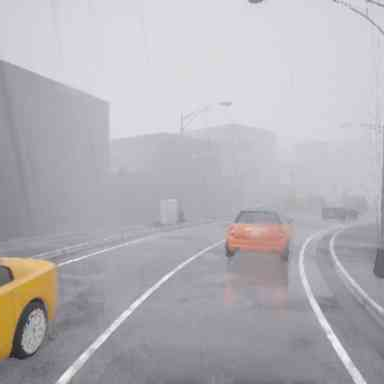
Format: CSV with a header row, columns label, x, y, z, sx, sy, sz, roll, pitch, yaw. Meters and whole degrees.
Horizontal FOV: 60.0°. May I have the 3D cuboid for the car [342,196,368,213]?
label,x,y,z,sx,sy,sz,roll,pitch,yaw
car,19.127,1.463,39.908,5.566,2.045,2.150,1,1,-43

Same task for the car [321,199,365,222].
label,x,y,z,sx,sy,sz,roll,pitch,yaw
car,12.814,1.656,28.535,1.882,1.535,5.008,1,0,42

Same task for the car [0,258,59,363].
label,x,y,z,sx,sy,sz,roll,pitch,yaw
car,-3.215,1.447,3.171,1.882,1.535,5.008,0,0,7

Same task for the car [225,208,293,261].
label,x,y,z,sx,sy,sz,roll,pitch,yaw
car,2.741,1.383,12.805,2.097,1.767,4.553,1,0,19
